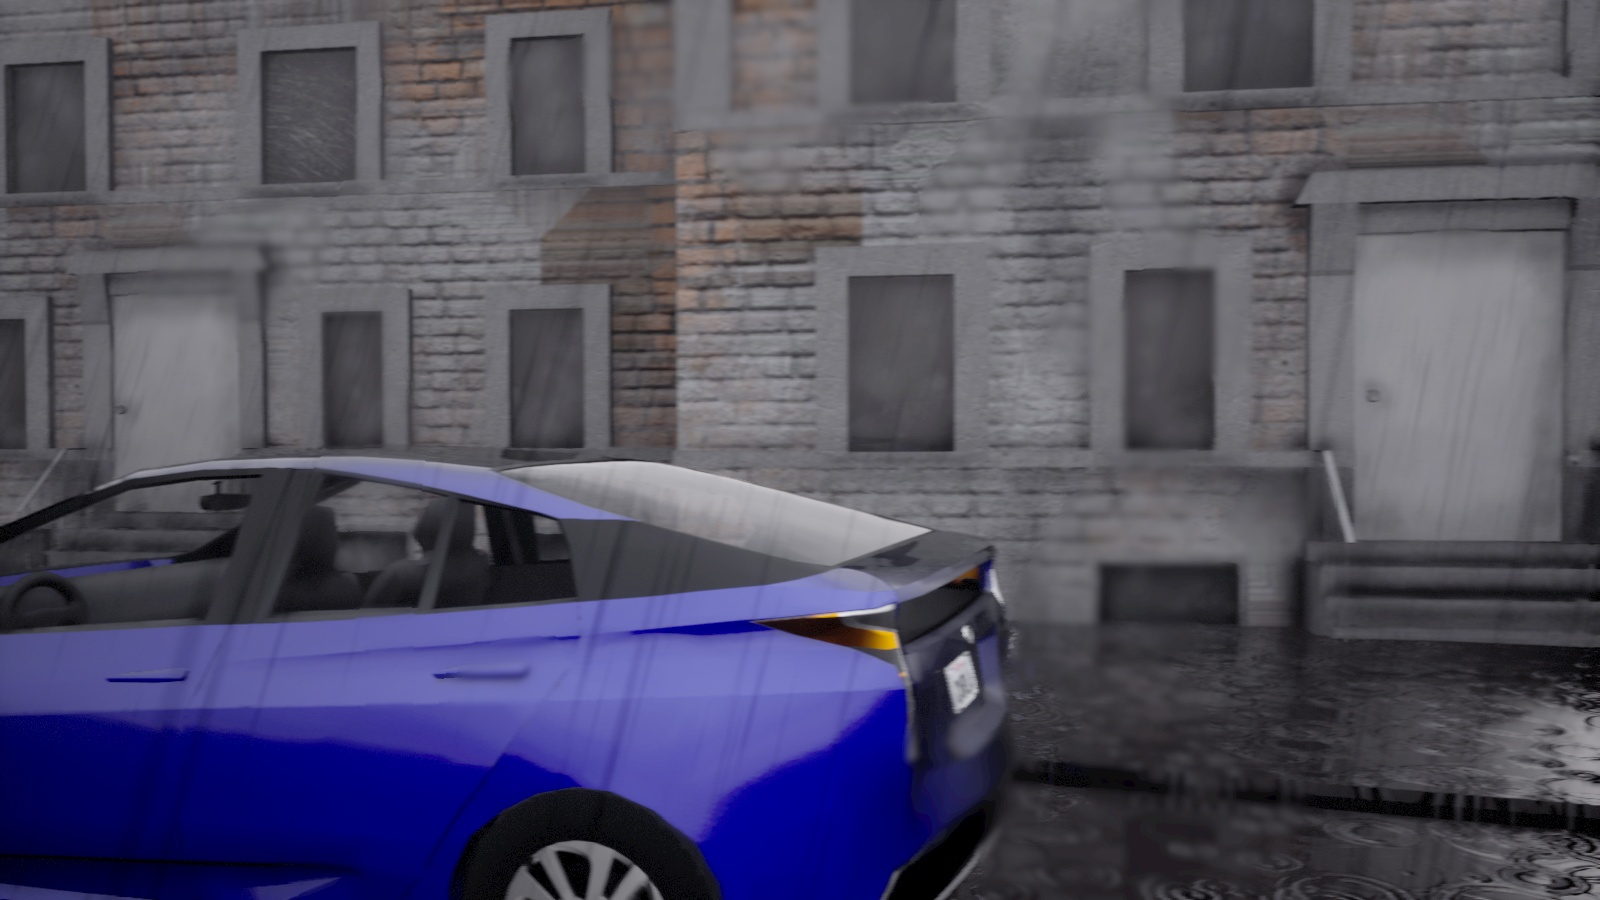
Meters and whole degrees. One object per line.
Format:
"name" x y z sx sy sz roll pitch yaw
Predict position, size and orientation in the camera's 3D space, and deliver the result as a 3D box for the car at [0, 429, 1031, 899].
"car" -1.634 0.699 4.270 4.514 1.525 2.007 1 1 19
